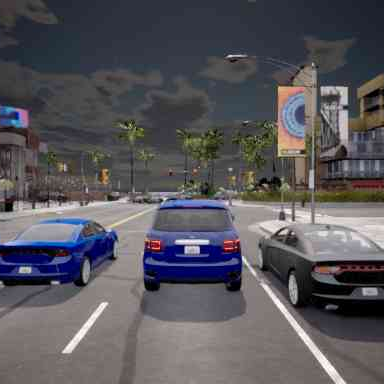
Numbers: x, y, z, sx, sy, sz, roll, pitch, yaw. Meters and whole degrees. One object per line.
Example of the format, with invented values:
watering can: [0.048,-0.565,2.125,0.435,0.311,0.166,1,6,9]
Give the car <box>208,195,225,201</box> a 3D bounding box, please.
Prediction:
car: [6.584,1.524,88.892,4.674,1.442,1.812,0,0,-40]

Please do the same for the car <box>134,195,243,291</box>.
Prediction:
car: [0.038,1.221,9.152,2.150,2.045,5.566,0,0,1]

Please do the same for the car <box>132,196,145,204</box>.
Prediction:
car: [-9.526,1.477,61.821,1.882,1.535,5.008,0,0,13]

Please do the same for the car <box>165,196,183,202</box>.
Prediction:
car: [-4.061,1.595,76.370,1.895,1.301,4.718,0,0,29]

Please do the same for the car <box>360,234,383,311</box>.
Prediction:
car: [3.039,1.354,1.486,2.185,1.767,4.553,0,0,0]

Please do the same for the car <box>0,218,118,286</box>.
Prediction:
car: [-3.455,1.478,9.404,1.882,1.535,5.008,0,0,0]

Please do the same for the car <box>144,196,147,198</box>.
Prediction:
car: [-6.465,1.563,58.989,1.994,1.385,4.181,0,0,9]

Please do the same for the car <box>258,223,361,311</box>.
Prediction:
car: [2.891,1.480,7.911,2.097,1.535,5.008,0,0,0]

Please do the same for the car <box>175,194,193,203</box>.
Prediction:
car: [-1.798,1.355,73.255,2.097,1.767,4.553,0,0,26]
